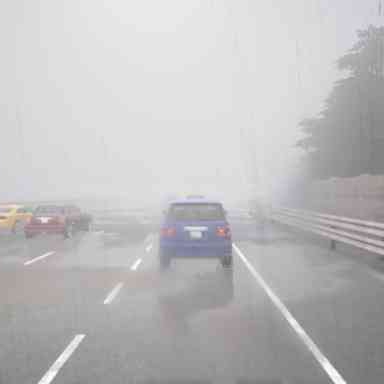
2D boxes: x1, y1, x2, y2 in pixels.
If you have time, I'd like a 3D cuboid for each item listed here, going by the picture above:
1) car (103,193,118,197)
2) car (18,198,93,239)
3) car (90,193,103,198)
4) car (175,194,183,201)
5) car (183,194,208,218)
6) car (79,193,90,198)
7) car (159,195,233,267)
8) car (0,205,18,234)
[{"bbox_3d":[-20.914,1.264,87.480,2.150,2.045,5.566,0,0,0],"label":"car"},{"bbox_3d":[-6.865,1.383,17.636,2.097,1.767,4.553,0,0,0],"label":"car"},{"bbox_3d":[-24.415,1.578,87.477,2.033,1.411,5.357,0,0,0],"label":"car"},{"bbox_3d":[-3.416,1.396,87.807,2.097,1.767,4.553,0,0,0],"label":"car"},{"bbox_3d":[0.431,1.280,31.868,2.150,2.045,5.566,0,0,3],"label":"car"},{"bbox_3d":[-27.914,1.263,87.411,2.150,2.045,5.566,0,0,0],"label":"car"},{"bbox_3d":[0.115,1.243,11.648,2.150,2.045,5.566,0,0,0],"label":"car"},{"bbox_3d":[-10.358,1.512,19.428,1.882,1.535,5.008,0,0,0],"label":"car"}]
